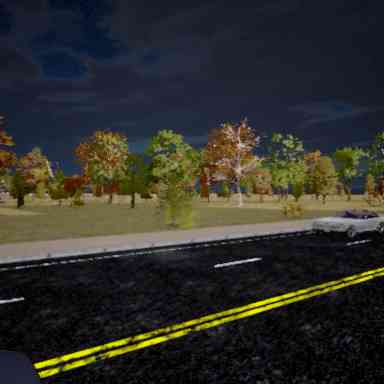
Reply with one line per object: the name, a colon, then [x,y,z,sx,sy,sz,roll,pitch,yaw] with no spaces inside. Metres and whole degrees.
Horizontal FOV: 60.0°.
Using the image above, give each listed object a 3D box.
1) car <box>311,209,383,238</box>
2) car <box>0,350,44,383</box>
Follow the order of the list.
car: [8.441,1.596,17.651,4.718,1.301,1.895,0,0,-35]
car: [-3.257,1.548,1.114,5.357,1.411,2.033,0,0,-36]
